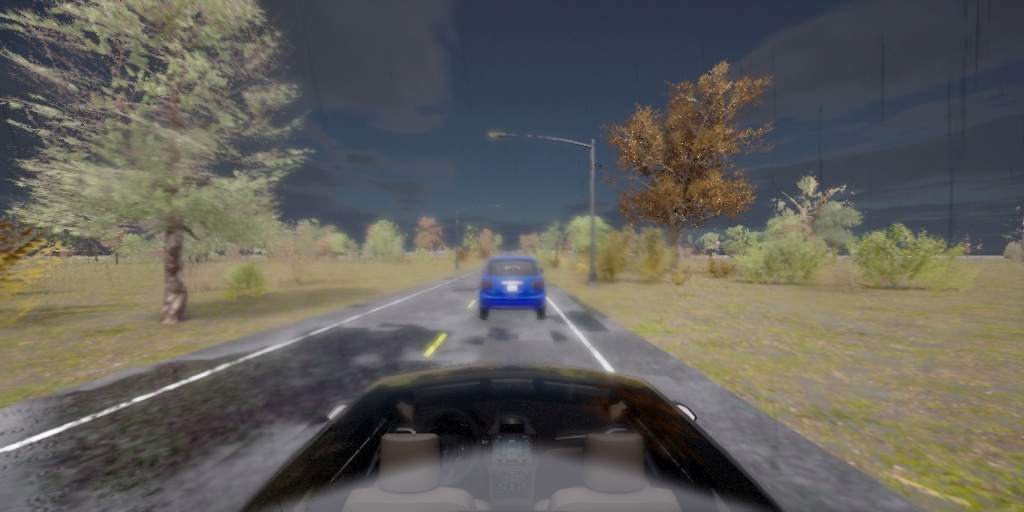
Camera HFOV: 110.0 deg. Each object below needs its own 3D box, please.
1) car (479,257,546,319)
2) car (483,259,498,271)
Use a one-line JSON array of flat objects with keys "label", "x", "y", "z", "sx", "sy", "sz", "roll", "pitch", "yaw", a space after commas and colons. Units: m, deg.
[{"label": "car", "x": 0.038, "y": 1.044, "z": 13.286, "sx": 2.150, "sy": 2.045, "sz": 5.566, "roll": 0, "pitch": 0, "yaw": 1}, {"label": "car", "x": -3.533, "y": 1.433, "z": 58.886, "sx": 2.097, "sy": 1.767, "sz": 4.553, "roll": 0, "pitch": 0, "yaw": 0}]
